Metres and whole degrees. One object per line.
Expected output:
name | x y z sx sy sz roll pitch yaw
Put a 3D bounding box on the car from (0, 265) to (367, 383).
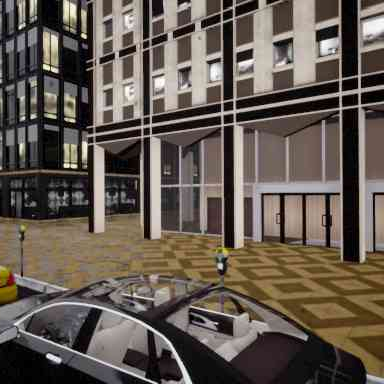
car | -0.650 1.551 3.346 4.403 1.369 2.008 0 0 36
